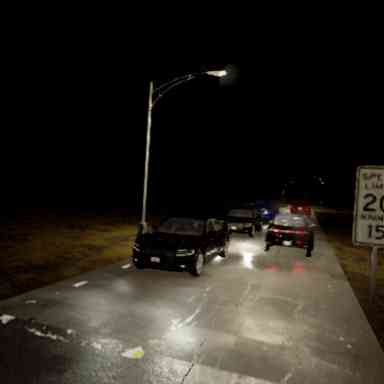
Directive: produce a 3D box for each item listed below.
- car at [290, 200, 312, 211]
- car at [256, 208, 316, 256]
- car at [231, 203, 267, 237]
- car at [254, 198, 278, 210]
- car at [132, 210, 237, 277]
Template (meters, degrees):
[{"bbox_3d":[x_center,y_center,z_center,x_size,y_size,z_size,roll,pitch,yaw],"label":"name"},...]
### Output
[{"bbox_3d":[12.352,1.976,37.800,2.150,2.045,5.566,3,0,19],"label":"car"},{"bbox_3d":[4.377,1.749,14.735,2.128,1.511,4.902,3,0,19],"label":"car"},{"bbox_3d":[3.003,1.658,19.731,1.882,1.535,5.008,3,0,19],"label":"car"},{"bbox_3d":[6.599,1.624,30.104,2.150,2.045,5.566,3,0,19],"label":"car"},{"bbox_3d":[-0.099,1.474,10.721,1.882,1.535,5.008,3,0,19],"label":"car"}]
